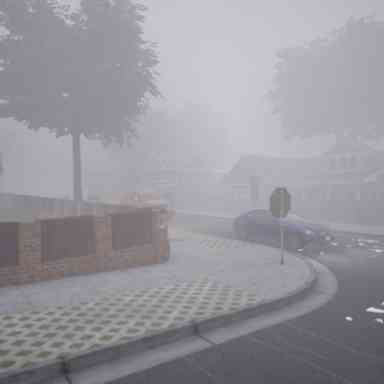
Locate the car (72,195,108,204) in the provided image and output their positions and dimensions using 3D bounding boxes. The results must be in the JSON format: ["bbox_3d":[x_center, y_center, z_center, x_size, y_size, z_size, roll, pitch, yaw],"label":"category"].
[{"bbox_3d":[-10.002,1.109,33.387,2.128,1.511,4.902,0,1,-35],"label":"car"}]

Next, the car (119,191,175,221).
[{"bbox_3d":[-3.410,0.975,24.101,2.150,2.045,5.566,0,0,-36],"label":"car"}]

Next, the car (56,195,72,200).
[{"bbox_3d":[-15.957,1.093,41.806,1.895,1.301,4.718,0,1,-35],"label":"car"}]

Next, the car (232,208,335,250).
[{"bbox_3d":[3.668,1.419,14.176,1.812,1.442,4.674,0,1,-36],"label":"car"}]
